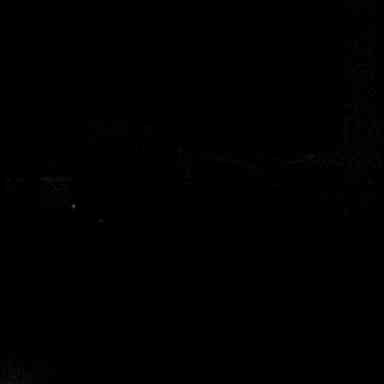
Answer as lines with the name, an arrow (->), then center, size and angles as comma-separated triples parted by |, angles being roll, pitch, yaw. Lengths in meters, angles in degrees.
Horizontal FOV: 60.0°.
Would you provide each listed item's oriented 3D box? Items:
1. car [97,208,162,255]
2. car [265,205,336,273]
car -> -2.664, 1.477, 13.569 | 2.242, 1.667, 4.611 | 1, 0, -19
car -> 4.080, 1.425, 11.240 | 1.905, 1.878, 3.866 | 1, 0, -19
